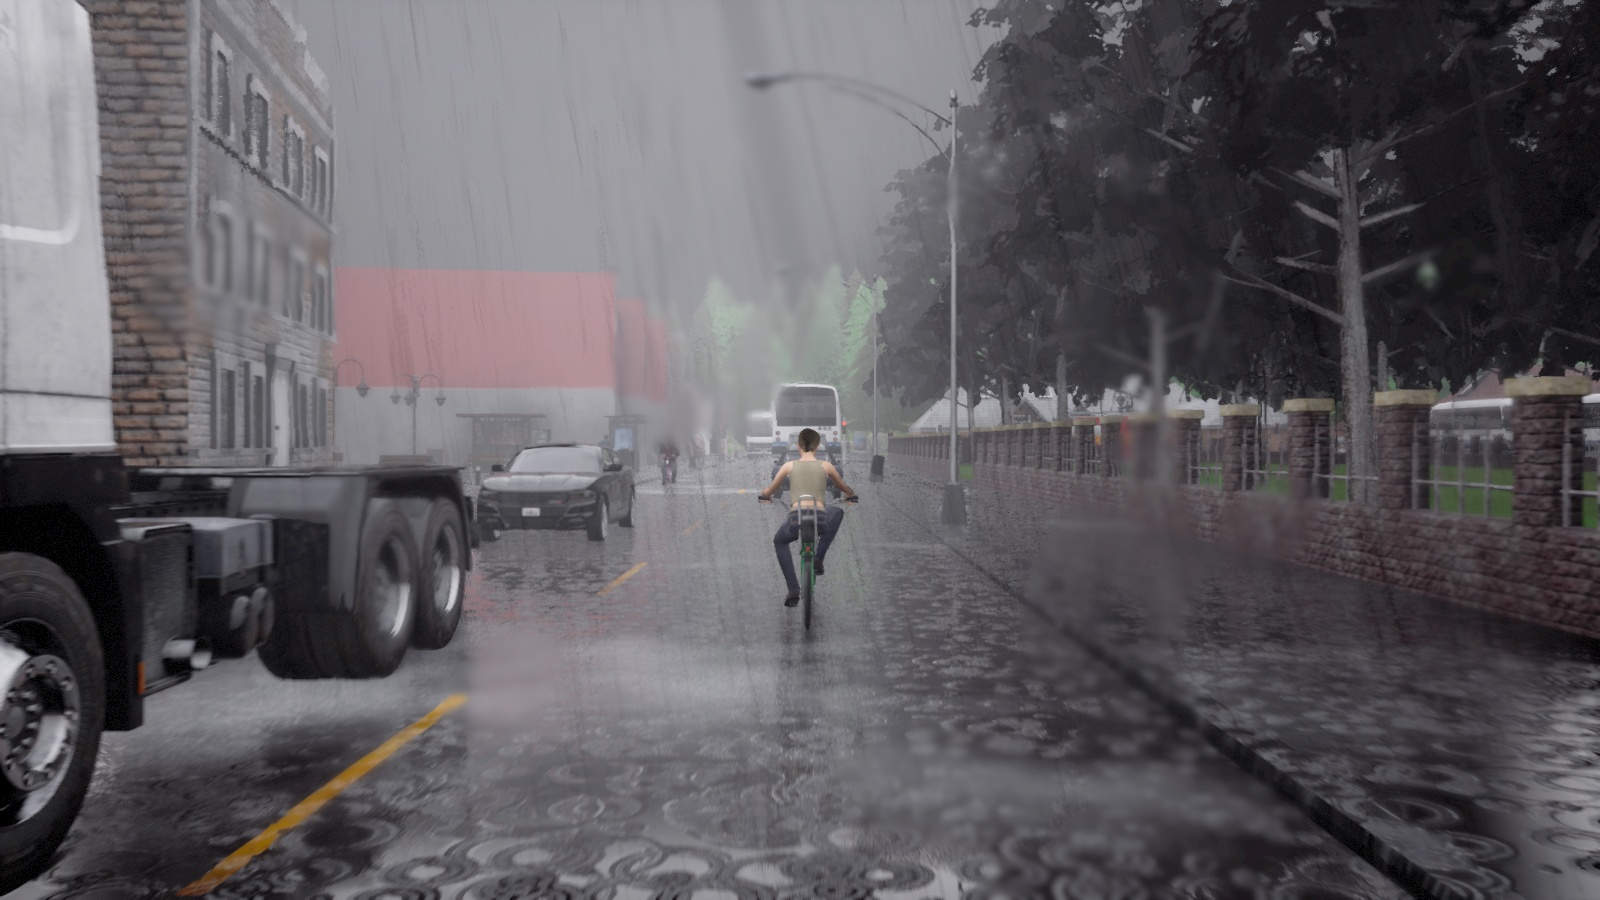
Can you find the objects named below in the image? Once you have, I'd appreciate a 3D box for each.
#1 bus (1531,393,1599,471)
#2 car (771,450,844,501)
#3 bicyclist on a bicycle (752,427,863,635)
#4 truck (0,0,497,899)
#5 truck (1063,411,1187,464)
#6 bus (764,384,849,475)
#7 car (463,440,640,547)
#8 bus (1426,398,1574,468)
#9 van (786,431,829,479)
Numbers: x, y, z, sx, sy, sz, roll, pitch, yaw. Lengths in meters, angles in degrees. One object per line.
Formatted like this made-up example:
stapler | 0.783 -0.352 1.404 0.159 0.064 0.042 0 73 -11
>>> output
bus | 45.482 -0.984 69.242 3.944 4.253 10.273 0 0 -3
car | 0.196 0.651 34.828 1.895 1.301 4.718 0 0 0
bicyclist on a bicycle | 0.067 0.624 10.500 0.866 1.612 1.509 0 0 1
truck | -3.949 -0.274 6.326 2.891 3.462 7.936 0 0 0
truck | 24.236 -0.928 93.858 8.468 3.827 2.891 0 0 -1
bus | 0.384 -0.988 63.635 3.944 4.253 10.273 0 0 1
car | -3.879 0.606 20.481 1.882 1.535 5.008 0 0 0
bus | 45.337 -1.055 81.868 3.944 4.253 10.273 0 0 0
van | 0.315 0.196 53.898 1.775 1.987 4.442 0 0 0
